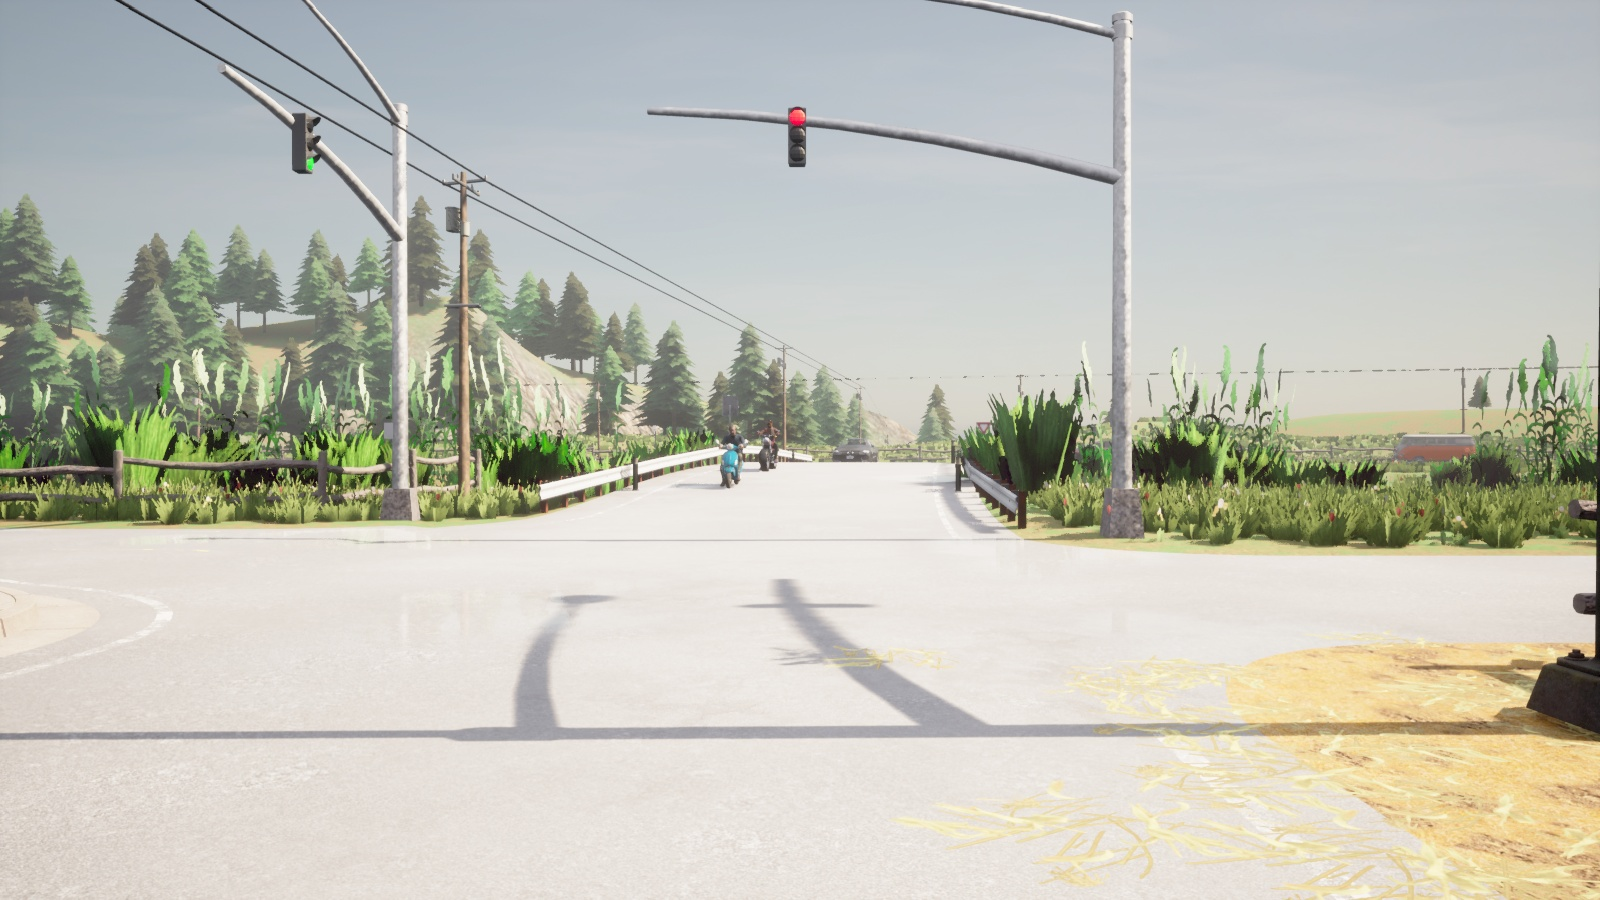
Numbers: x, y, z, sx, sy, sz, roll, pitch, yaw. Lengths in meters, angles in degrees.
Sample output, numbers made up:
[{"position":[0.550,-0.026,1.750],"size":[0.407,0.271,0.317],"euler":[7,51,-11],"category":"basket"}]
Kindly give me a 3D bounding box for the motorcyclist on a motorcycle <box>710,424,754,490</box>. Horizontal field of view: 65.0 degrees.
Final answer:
[{"position":[-1.742,0.157,32.663],"size":[0.866,1.590,1.817],"euler":[0,3,6],"category":"motorcyclist on a motorcycle"}]

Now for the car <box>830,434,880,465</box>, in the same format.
[{"position":[3.133,-0.006,70.283],"size":[2.152,1.651,5.027],"euler":[0,-1,10],"category":"car"}]

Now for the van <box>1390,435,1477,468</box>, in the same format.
[{"position":[38.980,0.094,77.339],"size":[4.442,1.987,1.775],"euler":[0,0,6],"category":"van"}]

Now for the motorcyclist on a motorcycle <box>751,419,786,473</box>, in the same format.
[{"position":[-0.981,-0.151,39.691],"size":[0.766,1.649,2.350],"euler":[0,2,7],"category":"motorcyclist on a motorcycle"}]
